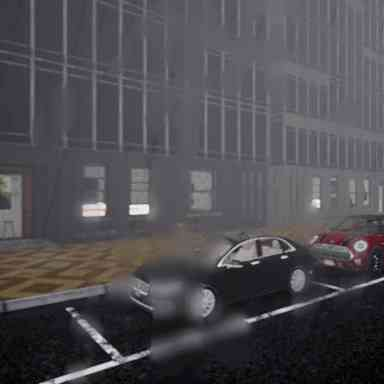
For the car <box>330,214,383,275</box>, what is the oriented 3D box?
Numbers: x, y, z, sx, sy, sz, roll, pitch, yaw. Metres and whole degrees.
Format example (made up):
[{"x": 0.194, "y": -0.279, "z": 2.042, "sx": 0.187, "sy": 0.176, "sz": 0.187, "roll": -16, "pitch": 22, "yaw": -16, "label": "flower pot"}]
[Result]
[{"x": 5.455, "y": 1.453, "z": 10.450, "sx": 4.097, "sy": 1.590, "sz": 1.967, "roll": 0, "pitch": 0, "yaw": -35, "label": "car"}]

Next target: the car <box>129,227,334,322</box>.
[{"x": 0.820, "y": 1.557, "z": 7.144, "sx": 4.403, "sy": 1.369, "sz": 2.008, "roll": 0, "pitch": 0, "yaw": -35, "label": "car"}]
